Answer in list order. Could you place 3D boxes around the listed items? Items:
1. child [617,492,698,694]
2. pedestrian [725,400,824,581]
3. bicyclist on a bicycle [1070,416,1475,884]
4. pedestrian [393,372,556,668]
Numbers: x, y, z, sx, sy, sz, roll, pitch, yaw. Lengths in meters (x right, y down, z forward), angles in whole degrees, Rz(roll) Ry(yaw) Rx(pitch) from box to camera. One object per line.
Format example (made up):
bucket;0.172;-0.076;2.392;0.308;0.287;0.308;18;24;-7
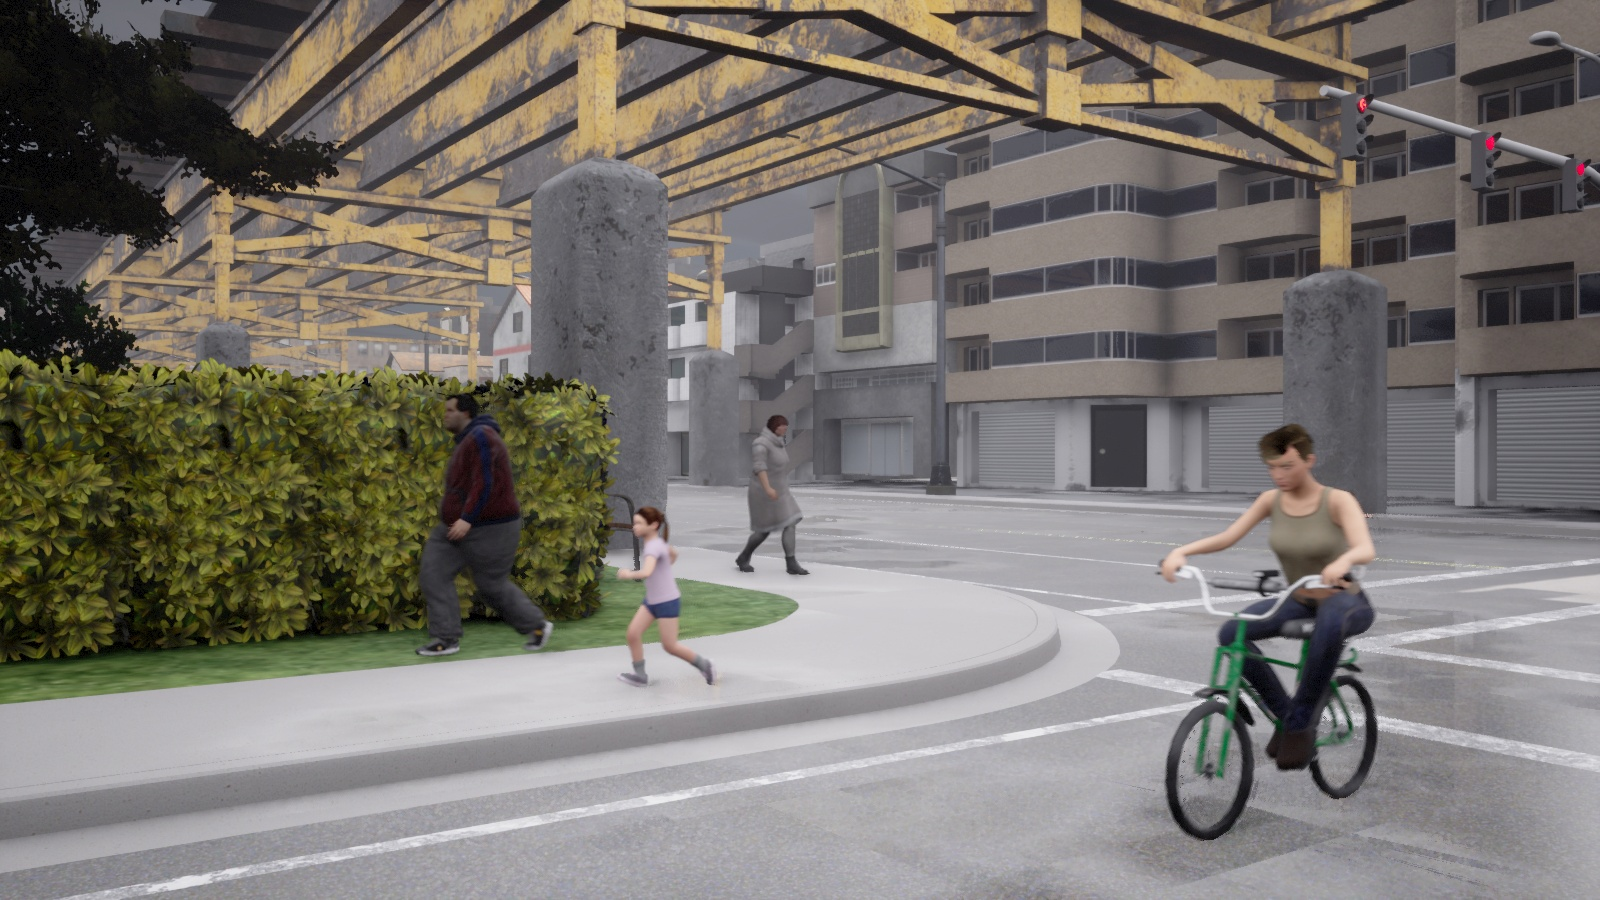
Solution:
child;-0.814;0.801;7.168;0.394;1.110;0.255;0;0;-28
pedestrian;-0.285;0.436;14.000;0.873;1.952;0.659;0;0;33
bicyclist on a bicycle;1.945;0.690;5.128;1.509;1.612;0.866;0;0;-37
pedestrian;-2.156;0.435;8.311;0.899;1.844;0.634;0;0;-31
